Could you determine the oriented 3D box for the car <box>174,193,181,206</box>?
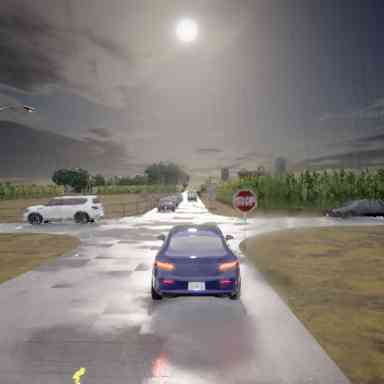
[{"bbox_3d":[-2.871,1.288,46.619,1.882,1.535,5.008,0,0,0],"label":"car"}]

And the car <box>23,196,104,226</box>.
[{"bbox_3d":[-9.341,1.347,24.486,5.566,2.045,2.150,-1,0,0],"label":"car"}]

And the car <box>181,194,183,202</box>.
[{"bbox_3d":[-2.862,1.328,56.234,1.895,1.301,4.718,0,1,0],"label":"car"}]

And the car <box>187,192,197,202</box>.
[{"bbox_3d":[0.063,1.226,66.152,1.895,1.301,4.718,0,1,0],"label":"car"}]

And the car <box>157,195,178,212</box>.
[{"bbox_3d":[-2.813,1.386,37.107,1.837,1.490,4.892,0,0,-2],"label":"car"}]

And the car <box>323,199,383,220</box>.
[{"bbox_3d":[12.618,1.257,24.573,5.357,1.411,2.033,-1,0,-2],"label":"car"}]

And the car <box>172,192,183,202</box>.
[{"bbox_3d":[-2.822,0.978,66.035,2.097,1.767,4.553,0,1,0],"label":"car"}]

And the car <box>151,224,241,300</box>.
[{"bbox_3d":[0.087,1.525,8.268,1.812,1.442,4.674,0,0,0],"label":"car"}]
